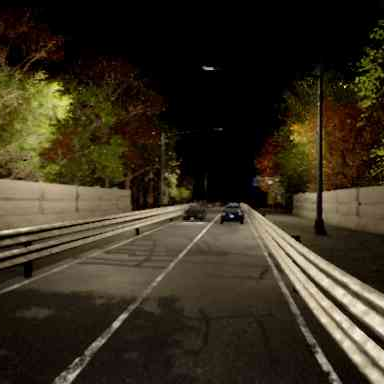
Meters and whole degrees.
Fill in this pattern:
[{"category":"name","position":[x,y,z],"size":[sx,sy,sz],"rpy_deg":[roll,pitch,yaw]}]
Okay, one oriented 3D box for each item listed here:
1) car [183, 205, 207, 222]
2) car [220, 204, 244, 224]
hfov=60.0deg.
[{"category":"car","position":[0.372,1.980,31.706],"size":[2.033,1.411,5.357],"rpy_deg":[1,-1,8]},{"category":"car","position":[3.538,2.006,29.327],"size":[1.994,1.385,4.181],"rpy_deg":[1,-1,7]}]
